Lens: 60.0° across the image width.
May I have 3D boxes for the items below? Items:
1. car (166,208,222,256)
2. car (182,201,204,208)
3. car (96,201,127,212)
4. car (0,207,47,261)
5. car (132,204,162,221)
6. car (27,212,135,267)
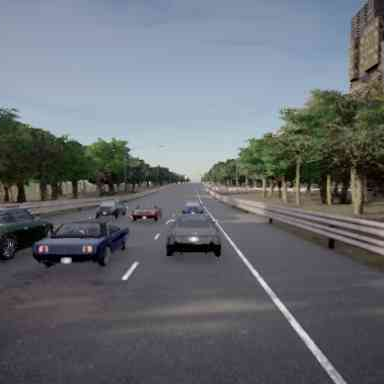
[{"bbox_3d":[0.073,1.555,13.181,1.994,1.385,4.181,0,0,0],"label":"car"},{"bbox_3d":[0.074,1.480,28.665,1.812,1.442,4.674,0,0,0],"label":"car"},{"bbox_3d":[-6.926,1.480,28.741,1.812,1.442,4.674,0,0,0],"label":"car"},{"bbox_3d":[-6.931,1.344,12.416,2.097,1.767,4.553,0,0,0],"label":"car"},{"bbox_3d":[-3.439,1.563,26.345,1.895,1.301,4.718,0,0,0],"label":"car"},{"bbox_3d":[-3.437,1.595,11.364,1.895,1.301,4.718,0,0,0],"label":"car"}]
